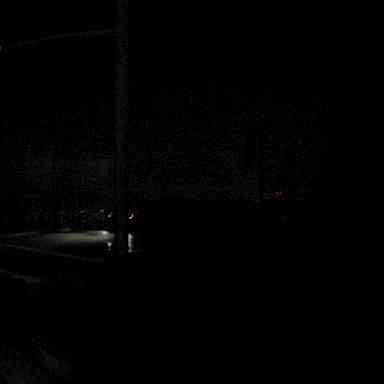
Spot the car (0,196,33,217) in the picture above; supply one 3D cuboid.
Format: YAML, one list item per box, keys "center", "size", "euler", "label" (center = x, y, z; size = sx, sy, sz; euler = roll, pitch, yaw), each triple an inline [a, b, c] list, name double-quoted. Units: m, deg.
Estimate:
- center: [-15.816, 1.327, 26.918]
  size: [2.007, 1.523, 4.514]
  euler: [0, 0, 35]
  label: "car"

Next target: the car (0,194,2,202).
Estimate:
- center: [-41.402, 1.266, 67.569]
  size: [2.007, 1.523, 4.514]
  euler: [0, 0, 35]
  label: "car"

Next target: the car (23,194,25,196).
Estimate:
- center: [-23.639, 1.301, 41.797]
  size: [1.845, 1.501, 3.633]
  euler: [0, 0, 35]
  label: "car"

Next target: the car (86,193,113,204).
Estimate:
- center: [-15.864, 1.077, 59.022]
  size: [1.932, 1.855, 4.605]
  euler: [0, 0, 35]
  label: "car"

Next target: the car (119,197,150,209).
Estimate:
- center: [-7.499, 1.371, 43.836]
  size: [1.970, 1.475, 3.806]
  euler: [0, 0, 35]
  label: "car"

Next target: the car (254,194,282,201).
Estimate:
- center: [8.422, 1.215, 37.051]
  size: [2.150, 2.045, 5.566]
  euler: [0, 0, 35]
  label: "car"

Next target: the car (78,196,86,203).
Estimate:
- center: [-18.473, 1.055, 60.365]
  size: [1.905, 1.878, 3.866]
  euler: [0, 0, 35]
  label: "car"

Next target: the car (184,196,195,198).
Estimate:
- center: [-0.778, 1.361, 48.169]
  size: [1.845, 1.501, 3.633]
  euler: [0, 0, 35]
  label: "car"

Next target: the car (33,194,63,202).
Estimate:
- center: [-28.915, 1.126, 67.759]
  size: [2.152, 1.636, 5.027]
  euler: [0, 0, 35]
  label: "car"

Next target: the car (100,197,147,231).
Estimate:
- center: [-3.056, 1.346, 20.569]
  size: [2.097, 1.767, 4.553]
  euler: [0, 0, 35]
  label: "car"

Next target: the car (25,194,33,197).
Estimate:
- center: [-34.339, 1.202, 71.204]
  size: [1.970, 1.475, 3.806]
  euler: [0, 0, 35]
  label: "car"
